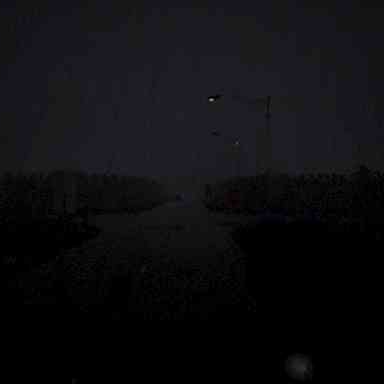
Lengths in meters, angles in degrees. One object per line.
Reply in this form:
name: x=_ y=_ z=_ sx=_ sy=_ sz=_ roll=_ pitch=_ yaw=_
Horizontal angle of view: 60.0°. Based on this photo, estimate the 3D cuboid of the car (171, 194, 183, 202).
car: x=-2.758 y=1.143 z=62.320 sx=1.994 sy=1.385 sz=4.181 roll=0 pitch=0 yaw=1
